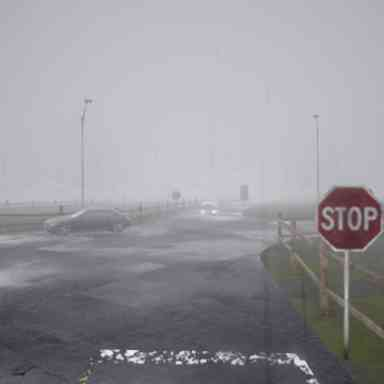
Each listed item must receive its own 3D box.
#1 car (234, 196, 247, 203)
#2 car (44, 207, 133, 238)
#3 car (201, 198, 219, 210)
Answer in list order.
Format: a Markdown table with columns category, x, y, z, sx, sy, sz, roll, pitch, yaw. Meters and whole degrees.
| category | x | y | z | sx | sy | sz | roll | pitch | yaw |
| --- | --- | --- | --- | --- | --- | --- | --- | --- | --- |
| car | 10.110 | 1.500 | 69.070 | 2.033 | 1.411 | 5.357 | 0 | 0 | 20 |
| car | -5.634 | 1.603 | 18.406 | 4.674 | 1.442 | 1.812 | -1 | 3 | -28 |
| car | 2.455 | 1.542 | 43.646 | 1.812 | 1.442 | 4.674 | 0 | 0 | 13 |
